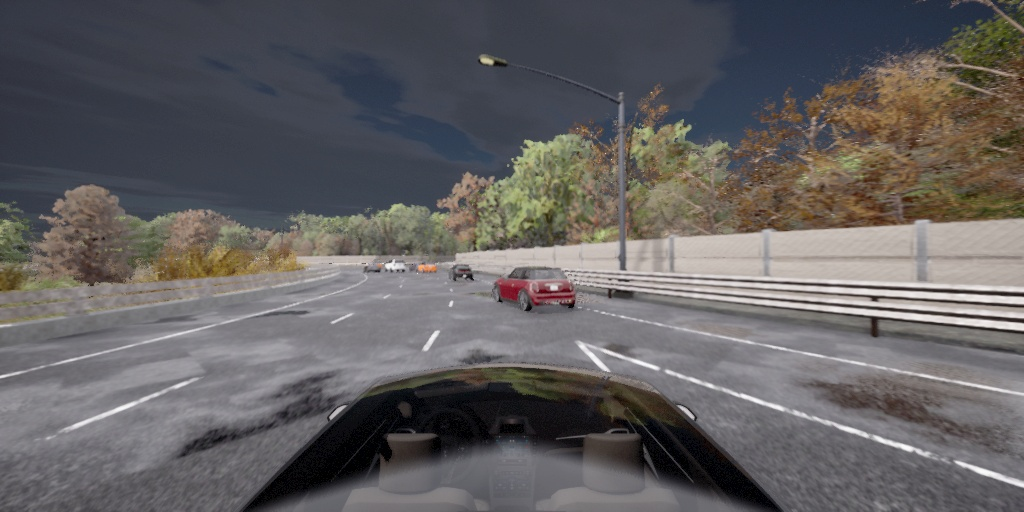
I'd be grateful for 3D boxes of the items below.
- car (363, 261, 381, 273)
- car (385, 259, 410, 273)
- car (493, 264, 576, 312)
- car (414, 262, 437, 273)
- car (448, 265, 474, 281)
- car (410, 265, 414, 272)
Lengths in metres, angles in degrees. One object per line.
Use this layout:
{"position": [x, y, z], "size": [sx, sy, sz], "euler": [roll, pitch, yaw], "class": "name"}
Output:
{"position": [-21.477, 1.907, 54.994], "size": [1.994, 1.385, 4.181], "euler": [0, -1, -32], "class": "car"}
{"position": [-18.476, 1.559, 56.793], "size": [2.150, 2.045, 5.566], "euler": [0, -1, -32], "class": "car"}
{"position": [0.779, 1.213, 15.173], "size": [2.097, 1.767, 4.553], "euler": [0, -1, -22], "class": "car"}
{"position": [-12.657, 1.625, 53.412], "size": [2.097, 1.767, 4.553], "euler": [0, -1, -26], "class": "car"}
{"position": [-4.880, 1.564, 33.980], "size": [1.837, 1.490, 4.892], "euler": [0, -1, -17], "class": "car"}
{"position": [-15.115, 1.877, 58.123], "size": [2.033, 1.411, 5.357], "euler": [0, -1, -32], "class": "car"}
